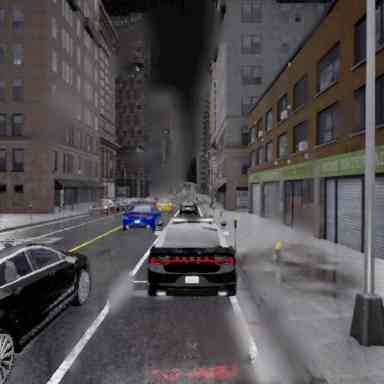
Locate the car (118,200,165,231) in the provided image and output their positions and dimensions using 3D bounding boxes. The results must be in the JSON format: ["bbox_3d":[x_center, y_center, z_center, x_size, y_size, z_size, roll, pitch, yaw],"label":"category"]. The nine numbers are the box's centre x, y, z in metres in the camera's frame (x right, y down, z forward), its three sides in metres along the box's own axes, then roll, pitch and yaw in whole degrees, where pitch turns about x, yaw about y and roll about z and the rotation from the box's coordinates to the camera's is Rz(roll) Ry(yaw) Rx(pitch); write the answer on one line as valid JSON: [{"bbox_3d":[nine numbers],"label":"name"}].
[{"bbox_3d":[-3.012,1.480,20.815,1.882,1.535,5.008,0,0,0],"label":"car"}]

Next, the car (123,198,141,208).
[{"bbox_3d":[-8.839,1.562,49.610,1.887,1.381,4.507,-1,0,0],"label":"car"}]

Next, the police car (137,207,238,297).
[{"bbox_3d":[0.005,1.425,8.758,1.930,1.638,5.238,0,0,0],"label":"police car"}]

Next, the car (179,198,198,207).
[{"bbox_3d":[-0.339,1.571,33.081,1.947,1.339,4.313,-1,0,0],"label":"car"}]

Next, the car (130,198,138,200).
[{"bbox_3d":[-8.847,1.566,44.105,2.008,1.369,4.403,-1,0,0],"label":"car"}]

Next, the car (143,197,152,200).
[{"bbox_3d":[-6.075,1.494,46.637,1.882,1.535,5.008,0,0,0],"label":"car"}]

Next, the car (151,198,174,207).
[{"bbox_3d":[-3.084,1.465,37.574,1.801,1.575,5.366,0,0,0],"label":"car"}]

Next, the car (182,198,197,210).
[{"bbox_3d":[-0.322,1.556,44.091,1.887,1.381,4.507,-1,0,0],"label":"car"}]

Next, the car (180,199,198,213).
[{"bbox_3d":[-0.331,1.553,38.586,1.887,1.381,4.507,-1,0,0],"label":"car"}]

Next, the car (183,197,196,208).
[{"bbox_3d":[-0.314,1.559,49.597,1.887,1.381,4.507,-1,0,0],"label":"car"}]

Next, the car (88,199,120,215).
[{"bbox_3d":[-8.866,1.450,33.094,1.967,1.590,4.097,-1,0,0],"label":"car"}]

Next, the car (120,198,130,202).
[{"bbox_3d":[-8.856,1.578,38.600,1.947,1.339,4.313,-1,0,0],"label":"car"}]

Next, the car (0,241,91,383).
[{"bbox_3d":[-3.036,1.493,5.078,2.128,1.511,4.902,0,0,0],"label":"car"}]
